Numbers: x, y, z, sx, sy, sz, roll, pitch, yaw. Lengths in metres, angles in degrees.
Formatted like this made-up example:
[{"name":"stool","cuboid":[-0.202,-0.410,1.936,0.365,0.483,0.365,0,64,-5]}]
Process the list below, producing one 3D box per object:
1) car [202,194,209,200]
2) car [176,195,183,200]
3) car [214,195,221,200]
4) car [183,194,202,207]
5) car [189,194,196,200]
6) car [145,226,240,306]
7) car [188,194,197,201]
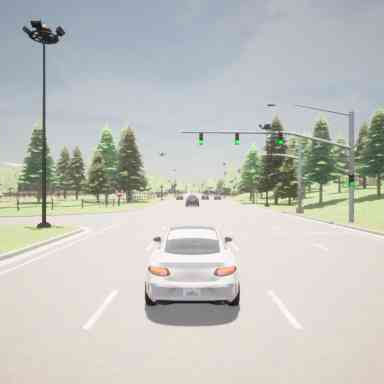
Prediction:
[{"name":"car","cuboid":[3.644,1.355,93.209,2.097,1.767,4.553,0,0,0]},{"name":"car","cuboid":[-3.356,1.553,93.217,1.994,1.385,4.181,0,0,0]},{"name":"car","cuboid":[7.144,1.525,93.234,2.128,1.511,4.902,0,0,0]},{"name":"car","cuboid":[0.080,1.352,51.769,2.097,1.767,4.553,0,0,0]},{"name":"car","cuboid":[0.144,1.332,92.832,1.837,1.490,4.892,0,0,0]},{"name":"car","cuboid":[0.018,1.526,7.895,1.812,1.442,4.674,0,0,0]},{"name":"car","cuboid":[0.128,1.348,82.798,2.097,1.767,4.553,0,0,0]}]
